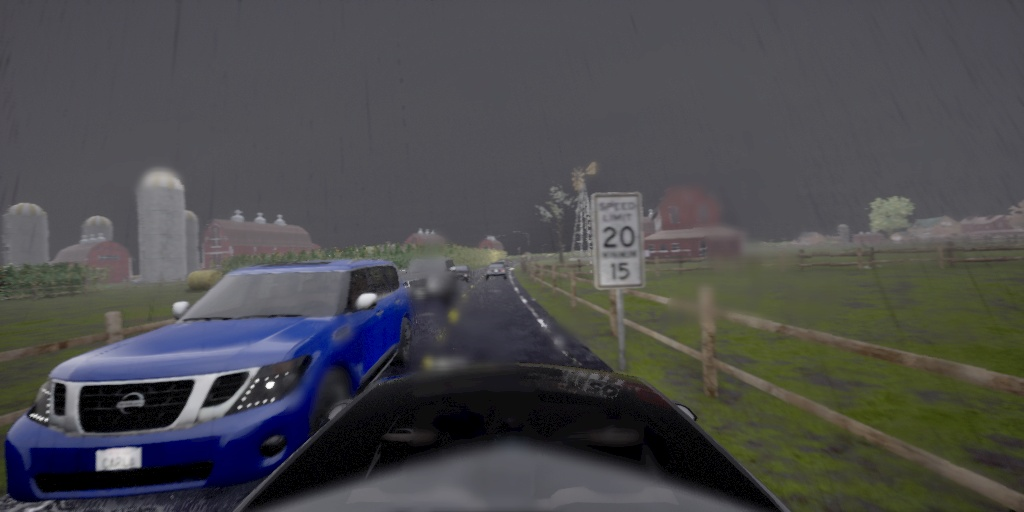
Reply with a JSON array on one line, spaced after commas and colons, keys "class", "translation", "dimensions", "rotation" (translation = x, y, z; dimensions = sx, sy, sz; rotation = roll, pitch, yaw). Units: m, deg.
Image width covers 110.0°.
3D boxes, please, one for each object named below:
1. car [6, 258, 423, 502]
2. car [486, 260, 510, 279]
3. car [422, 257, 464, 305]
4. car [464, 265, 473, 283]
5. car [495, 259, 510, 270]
[{"class": "car", "translation": [-2.969, 1.077, 5.269], "dimensions": [2.150, 2.045, 5.566], "rotation": [-2, 0, -4]}, {"class": "car", "translation": [-1.404, 1.321, 32.888], "dimensions": [2.033, 1.411, 5.357], "rotation": [-2, 0, -1]}, {"class": "car", "translation": [-3.738, 1.093, 16.821], "dimensions": [2.150, 2.045, 5.566], "rotation": [-2, 0, -3]}, {"class": "car", "translation": [-4.251, 1.431, 29.674], "dimensions": [2.033, 1.411, 5.357], "rotation": [-2, 0, -1]}, {"class": "car", "translation": [-1.382, 1.259, 53.329], "dimensions": [1.837, 1.490, 4.892], "rotation": [-2, 0, 1]}]
